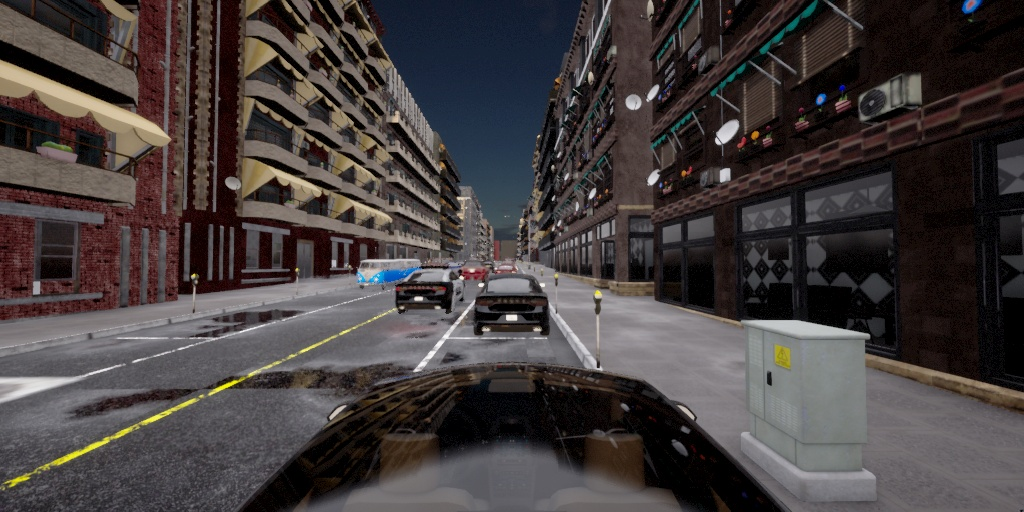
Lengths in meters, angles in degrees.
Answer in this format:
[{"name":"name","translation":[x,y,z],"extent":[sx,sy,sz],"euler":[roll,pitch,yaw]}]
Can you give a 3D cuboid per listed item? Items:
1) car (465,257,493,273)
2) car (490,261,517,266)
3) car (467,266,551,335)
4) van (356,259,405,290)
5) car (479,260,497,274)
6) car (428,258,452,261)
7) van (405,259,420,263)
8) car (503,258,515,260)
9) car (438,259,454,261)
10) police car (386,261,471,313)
[{"name":"car","translation":[-2.936,1.129,28.477],"extent":[2.097,1.767,4.553],"euler":[0,0,0]},{"name":"car","translation":[-0.453,1.322,28.072],"extent":[1.888,1.381,4.507],"euler":[0,0,0]},{"name":"car","translation":[-0.006,1.232,10.503],"extent":[1.882,1.535,5.008],"euler":[0,0,0]},{"name":"van","translation":[-8.335,1.108,22.603],"extent":[1.690,1.789,3.998],"euler":[0,0,0]},{"name":"car","translation":[-2.935,1.316,44.047],"extent":[1.837,1.490,4.892],"euler":[0,0,0]},{"name":"car","translation":[-8.335,1.115,39.194],"extent":[2.192,1.841,5.009],"euler":[0,0,0]},{"name":"van","translation":[-8.335,1.118,28.134],"extent":[1.690,1.789,3.998],"euler":[0,0,0]},{"name":"car","translation":[-0.445,1.240,39.134],"extent":[1.967,1.591,4.097],"euler":[0,0,0]},{"name":"car","translation":[-5.860,1.317,35.082],"extent":[1.812,1.442,4.674],"euler":[0,0,0]},{"name":"police car","translation":[-3.015,1.183,14.178],"extent":[1.930,1.638,5.238],"euler":[0,0,0]}]
